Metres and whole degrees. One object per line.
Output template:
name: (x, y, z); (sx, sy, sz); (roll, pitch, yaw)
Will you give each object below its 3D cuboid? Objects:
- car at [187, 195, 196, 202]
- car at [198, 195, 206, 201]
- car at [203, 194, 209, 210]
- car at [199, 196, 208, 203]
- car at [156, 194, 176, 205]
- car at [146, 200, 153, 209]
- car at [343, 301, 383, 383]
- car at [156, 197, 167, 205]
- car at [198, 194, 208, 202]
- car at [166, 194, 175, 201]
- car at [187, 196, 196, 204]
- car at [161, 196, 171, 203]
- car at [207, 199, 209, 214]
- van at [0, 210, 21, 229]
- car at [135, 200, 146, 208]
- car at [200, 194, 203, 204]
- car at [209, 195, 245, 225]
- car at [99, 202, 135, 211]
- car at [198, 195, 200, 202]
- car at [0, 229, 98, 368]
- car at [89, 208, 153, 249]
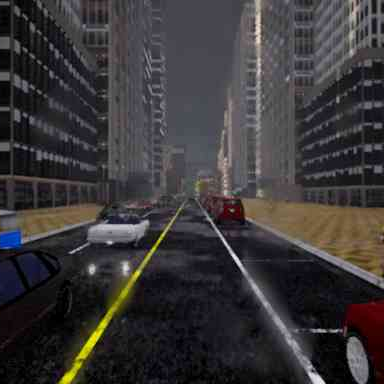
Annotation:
car: (-0.124, 1.503, 76.476); (1.994, 1.385, 4.181); (0, 0, 0)
car: (2.555, 1.514, 85.447); (1.967, 1.590, 4.097); (0, 0, 0)
car: (2.638, 1.347, 35.594); (2.192, 1.841, 5.009); (0, 0, 0)
car: (2.573, 1.631, 74.369); (1.947, 1.339, 4.313); (0, 0, 0)
car: (-3.066, 1.051, 40.971); (2.097, 1.767, 4.553); (0, 0, 0)
car: (-5.752, 1.626, 41.119); (1.802, 1.307, 4.206); (0, 0, 0)
car: (2.716, 1.545, 2.361); (1.887, 1.381, 4.507); (0, 0, 0)
car: (-5.789, 1.645, 63.276); (1.802, 1.307, 4.206); (0, 0, 0)
car: (2.565, 1.384, 79.908); (2.192, 1.841, 5.009); (0, 0, 0)
car: (-5.834, 1.400, 90.972); (2.192, 1.841, 5.009); (0, 0, 0)
car: (-0.107, 1.555, 66.051); (2.128, 1.511, 4.902); (0, 0, 0)
car: (-5.807, 1.654, 74.354); (1.802, 1.307, 4.206); (0, 0, 0)
car: (2.647, 1.572, 30.054); (1.887, 1.381, 4.507); (0, 0, 0)
van: (-5.696, 1.354, 7.883); (1.690, 1.788, 3.998); (0, 0, 0)
car: (-5.734, 1.585, 30.039); (2.008, 1.369, 4.403); (0, 0, 0)
car: (2.620, 1.357, 46.673); (2.192, 1.841, 5.009); (0, 0, 0)
car: (2.657, 1.337, 24.515); (2.192, 1.841, 5.009); (0, 0, 0)
car: (-5.724, 1.595, 24.500); (1.947, 1.339, 4.313); (0, 0, 0)
car: (2.601, 1.602, 57.751); (2.008, 1.369, 4.403); (0, 0, 0)
car: (-3.105, 1.555, 4.531); (2.033, 1.411, 5.357); (0, 0, 0)
car: (-3.110, 1.619, 14.865); (1.895, 1.301, 4.718); (0, 0, 0)
